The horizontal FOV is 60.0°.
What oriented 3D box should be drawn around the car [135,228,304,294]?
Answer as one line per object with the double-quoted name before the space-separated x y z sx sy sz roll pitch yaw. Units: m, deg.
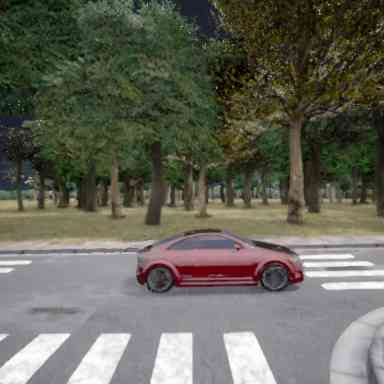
"car" 0.651 1.657 8.604 4.181 1.385 1.994 -1 0 0
